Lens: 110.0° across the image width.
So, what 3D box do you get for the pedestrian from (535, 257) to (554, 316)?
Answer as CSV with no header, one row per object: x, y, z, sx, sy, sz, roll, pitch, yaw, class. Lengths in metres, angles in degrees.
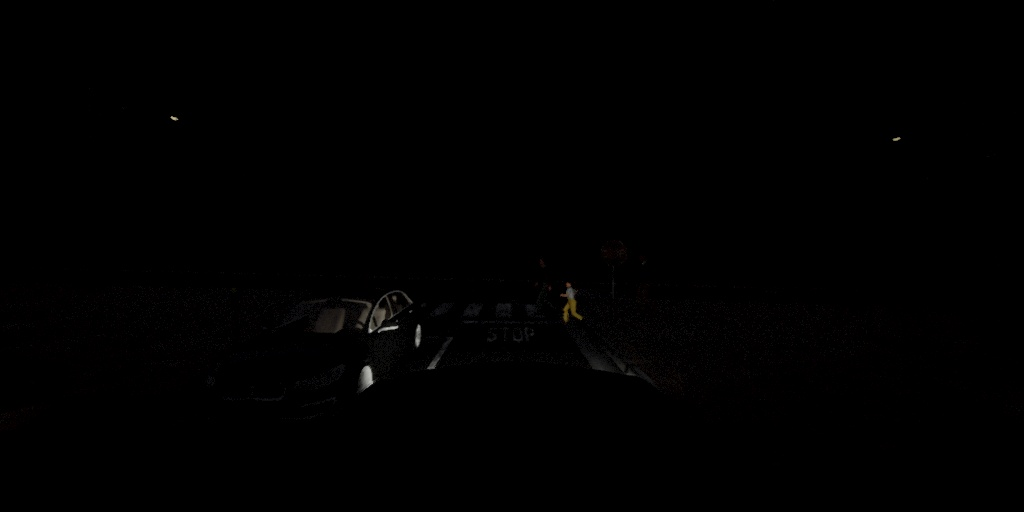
0.973,0.862,10.734,0.375,1.860,0.375,1,1,0,pedestrian

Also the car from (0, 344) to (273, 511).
-2.631,1.325,0.262,1.888,1.381,4.507,0,0,0,car

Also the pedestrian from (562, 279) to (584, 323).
1.607,1.166,9.539,0.375,1.300,0.375,1,1,0,pedestrian

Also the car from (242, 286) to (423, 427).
-2.649,1.220,5.802,2.007,1.370,4.403,0,0,0,car

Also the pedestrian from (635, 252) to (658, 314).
3.790,0.719,10.141,0.375,1.860,0.375,1,1,0,pedestrian
